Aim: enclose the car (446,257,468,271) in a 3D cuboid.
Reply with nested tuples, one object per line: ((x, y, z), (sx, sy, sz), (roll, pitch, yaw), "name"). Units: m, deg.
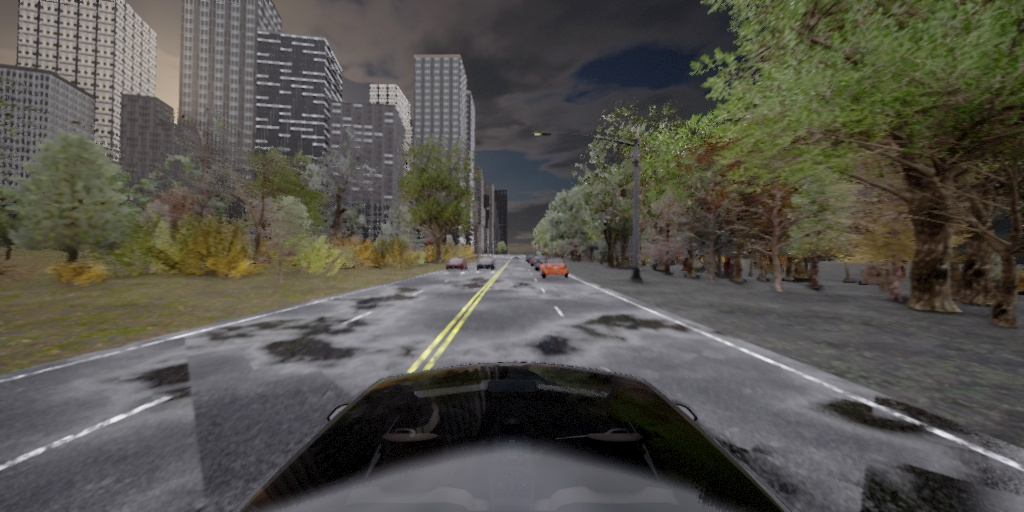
((-6.231, 0.904, 40.754), (1.882, 1.535, 5.008), (0, 0, 1), "car")

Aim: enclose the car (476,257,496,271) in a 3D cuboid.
((-2.964, 0.896, 41.496), (1.882, 1.535, 5.008), (0, 0, 1), "car")

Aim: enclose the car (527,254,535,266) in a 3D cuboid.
((3.752, 0.617, 52.163), (2.097, 1.767, 4.553), (1, 1, 1), "car")

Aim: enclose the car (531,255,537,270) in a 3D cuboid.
((3.582, 0.976, 41.188), (1.994, 1.385, 4.181), (-1, 1, 1), "car")

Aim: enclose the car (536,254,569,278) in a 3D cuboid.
((3.441, 0.862, 30.153), (2.097, 1.767, 4.553), (-1, 1, 1), "car")
